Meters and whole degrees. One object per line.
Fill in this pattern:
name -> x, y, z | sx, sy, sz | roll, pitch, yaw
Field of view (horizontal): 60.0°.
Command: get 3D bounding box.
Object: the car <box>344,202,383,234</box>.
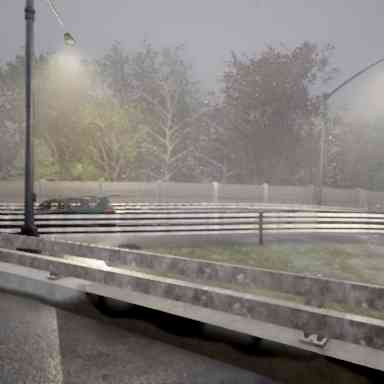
car -> 12.542, 1.640, 21.092 | 5.566, 2.045, 2.150 | 2, 0, -12

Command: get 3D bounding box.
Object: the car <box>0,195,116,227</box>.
car -> -6.772, 1.240, 17.255 | 5.566, 2.045, 2.150 | -2, 0, -8
